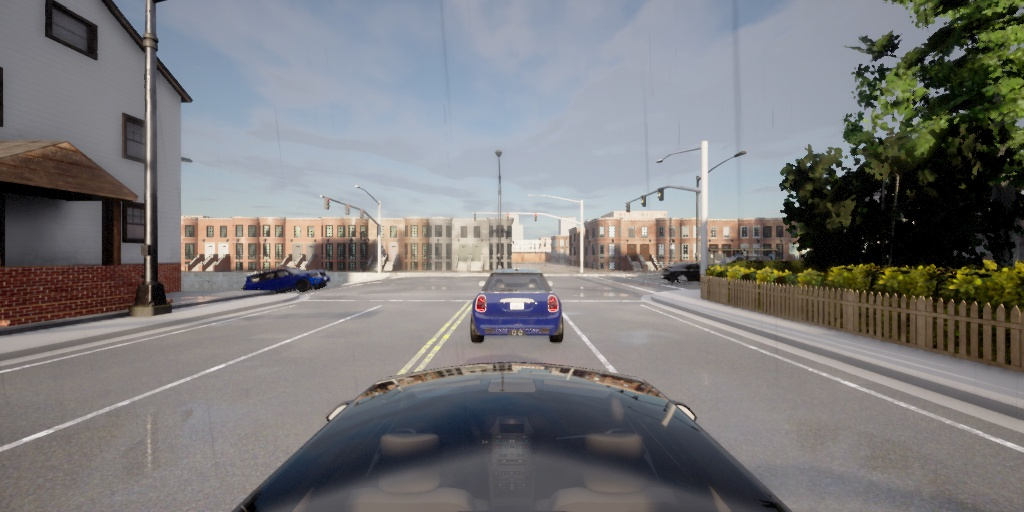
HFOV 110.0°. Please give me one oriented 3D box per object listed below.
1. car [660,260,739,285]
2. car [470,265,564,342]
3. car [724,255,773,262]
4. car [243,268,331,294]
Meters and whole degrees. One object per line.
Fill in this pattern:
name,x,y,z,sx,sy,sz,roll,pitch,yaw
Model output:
car,13.263,1.255,25.887,4.892,1.490,1.837,0,0,0
car,0.111,1.102,9.888,2.097,1.767,4.553,0,0,0
car,18.743,0.971,29.598,5.566,2.045,2.150,0,0,0
car,-16.166,1.876,25.757,5.566,2.045,2.150,-13,0,1
